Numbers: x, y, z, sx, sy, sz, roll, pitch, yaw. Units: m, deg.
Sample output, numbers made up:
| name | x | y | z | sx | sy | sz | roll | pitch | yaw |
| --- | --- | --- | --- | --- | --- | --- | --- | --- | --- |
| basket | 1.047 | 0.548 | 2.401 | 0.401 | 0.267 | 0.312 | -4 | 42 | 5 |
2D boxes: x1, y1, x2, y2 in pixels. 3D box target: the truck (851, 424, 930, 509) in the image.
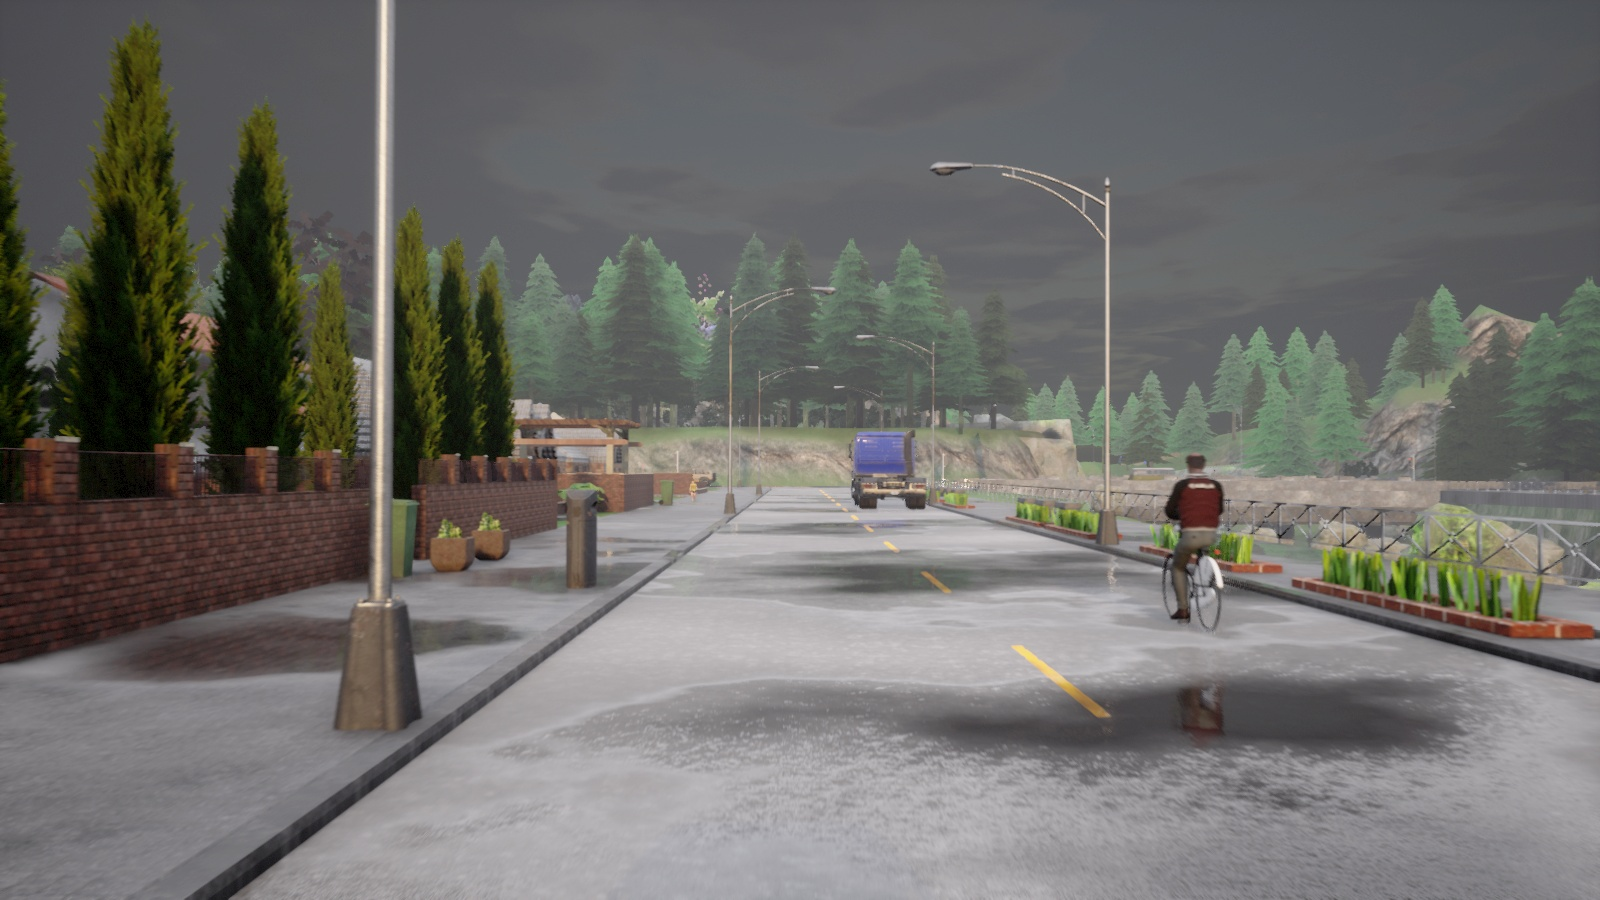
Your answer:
| name | x | y | z | sx | sy | sz | roll | pitch | yaw |
| --- | --- | --- | --- | --- | --- | --- | --- | --- | --- |
| truck | 3.866 | 0.747 | 55.537 | 2.891 | 3.462 | 7.936 | 0 | -1 | 0 |

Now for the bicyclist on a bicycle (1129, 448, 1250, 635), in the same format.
| name | x | y | z | sx | sy | sz | roll | pitch | yaw |
| --- | --- | --- | --- | --- | --- | --- | --- | --- | --- |
| bicyclist on a bicycle | 3.969 | 0.886 | 12.933 | 0.659 | 1.776 | 1.843 | 0 | -1 | 0 |
